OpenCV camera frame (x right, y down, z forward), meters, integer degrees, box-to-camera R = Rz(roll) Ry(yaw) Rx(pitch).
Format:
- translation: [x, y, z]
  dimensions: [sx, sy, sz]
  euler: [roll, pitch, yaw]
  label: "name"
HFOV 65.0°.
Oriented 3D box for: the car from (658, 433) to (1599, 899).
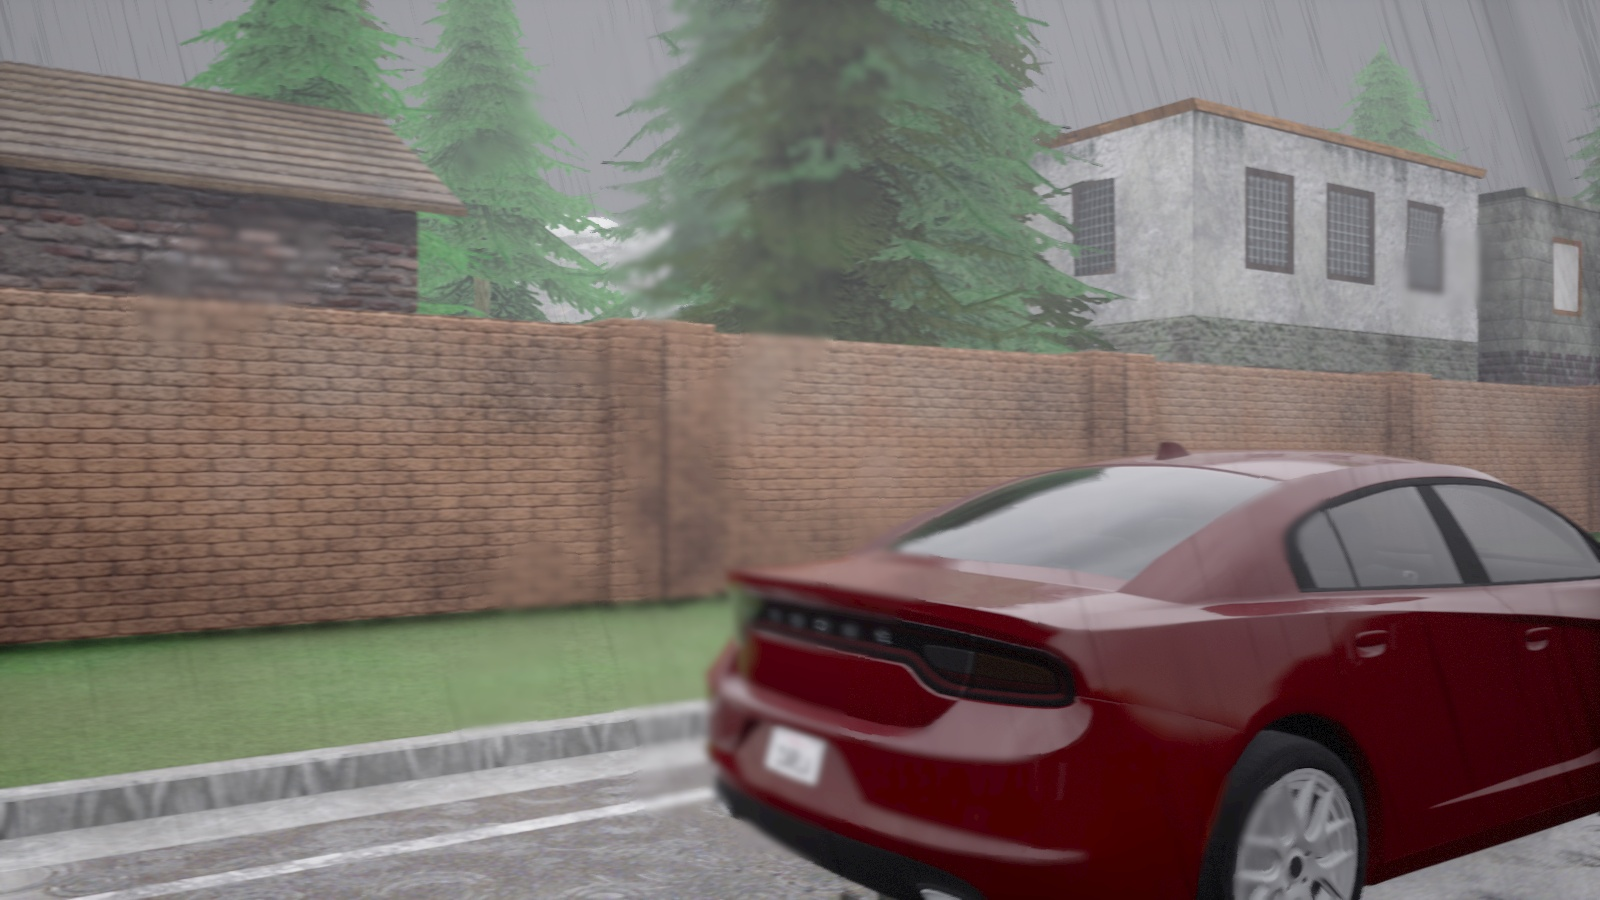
- translation: [2.099, 0.730, 5.070]
  dimensions: [5.008, 1.535, 1.882]
  euler: [0, 0, -34]
  label: "car"
